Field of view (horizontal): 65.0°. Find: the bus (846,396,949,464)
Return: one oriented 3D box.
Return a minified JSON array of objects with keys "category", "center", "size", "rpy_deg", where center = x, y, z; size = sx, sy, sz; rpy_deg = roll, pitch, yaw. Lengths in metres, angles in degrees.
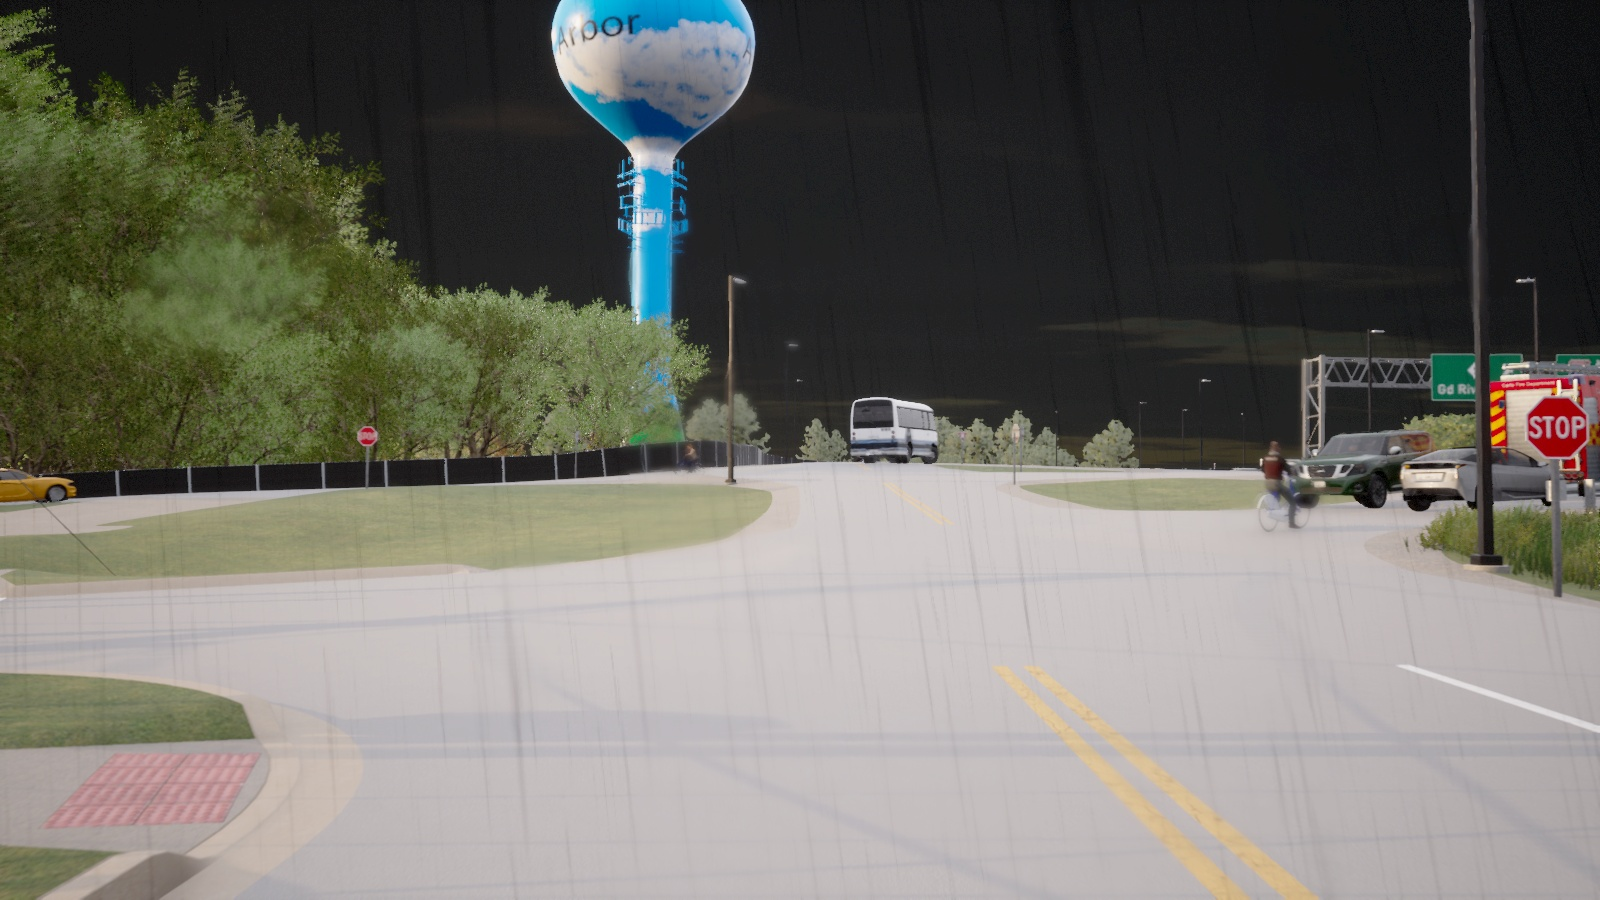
[{"category":"bus","center":[6.851,-1.224,86.138],"size":[3.944,4.253,10.273],"rpy_deg":[-2,-2,23]}]

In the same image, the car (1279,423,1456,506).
[{"category":"car","center":[15.702,0.371,34.593],"size":[5.566,2.045,2.150],"rpy_deg":[-2,-1,-40]}]

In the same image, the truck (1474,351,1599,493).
[{"category":"truck","center":[23.791,-0.810,37.642],"size":[8.468,3.827,2.891],"rpy_deg":[-2,-1,-37]}]

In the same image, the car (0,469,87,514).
[{"category":"car","center":[-31.009,1.684,49.148],"size":[1.882,1.535,5.008],"rpy_deg":[-1,3,44]}]

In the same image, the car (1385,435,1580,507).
[{"category":"car","center":[16.551,0.501,30.419],"size":[4.514,1.525,2.007],"rpy_deg":[-2,-1,-30]}]

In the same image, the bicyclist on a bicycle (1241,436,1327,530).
[{"category":"bicyclist on a bicycle","center":[9.650,0.649,25.012],"size":[1.843,1.776,0.659],"rpy_deg":[-2,-1,-38]}]
